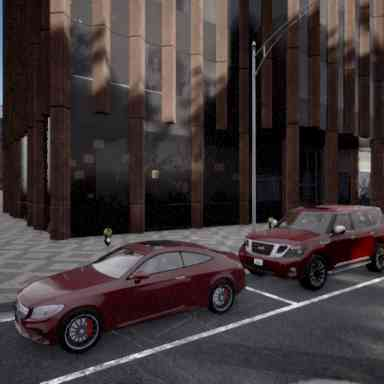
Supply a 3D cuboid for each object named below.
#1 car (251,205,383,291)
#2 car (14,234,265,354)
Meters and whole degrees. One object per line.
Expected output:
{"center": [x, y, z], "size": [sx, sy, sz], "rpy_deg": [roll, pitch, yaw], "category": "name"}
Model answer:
{"center": [3.593, 1.315, 9.217], "size": [5.009, 1.841, 2.192], "rpy_deg": [0, 0, -36], "category": "car"}
{"center": [-0.847, 1.582, 6.045], "size": [4.206, 1.307, 1.802], "rpy_deg": [0, 0, -36], "category": "car"}
